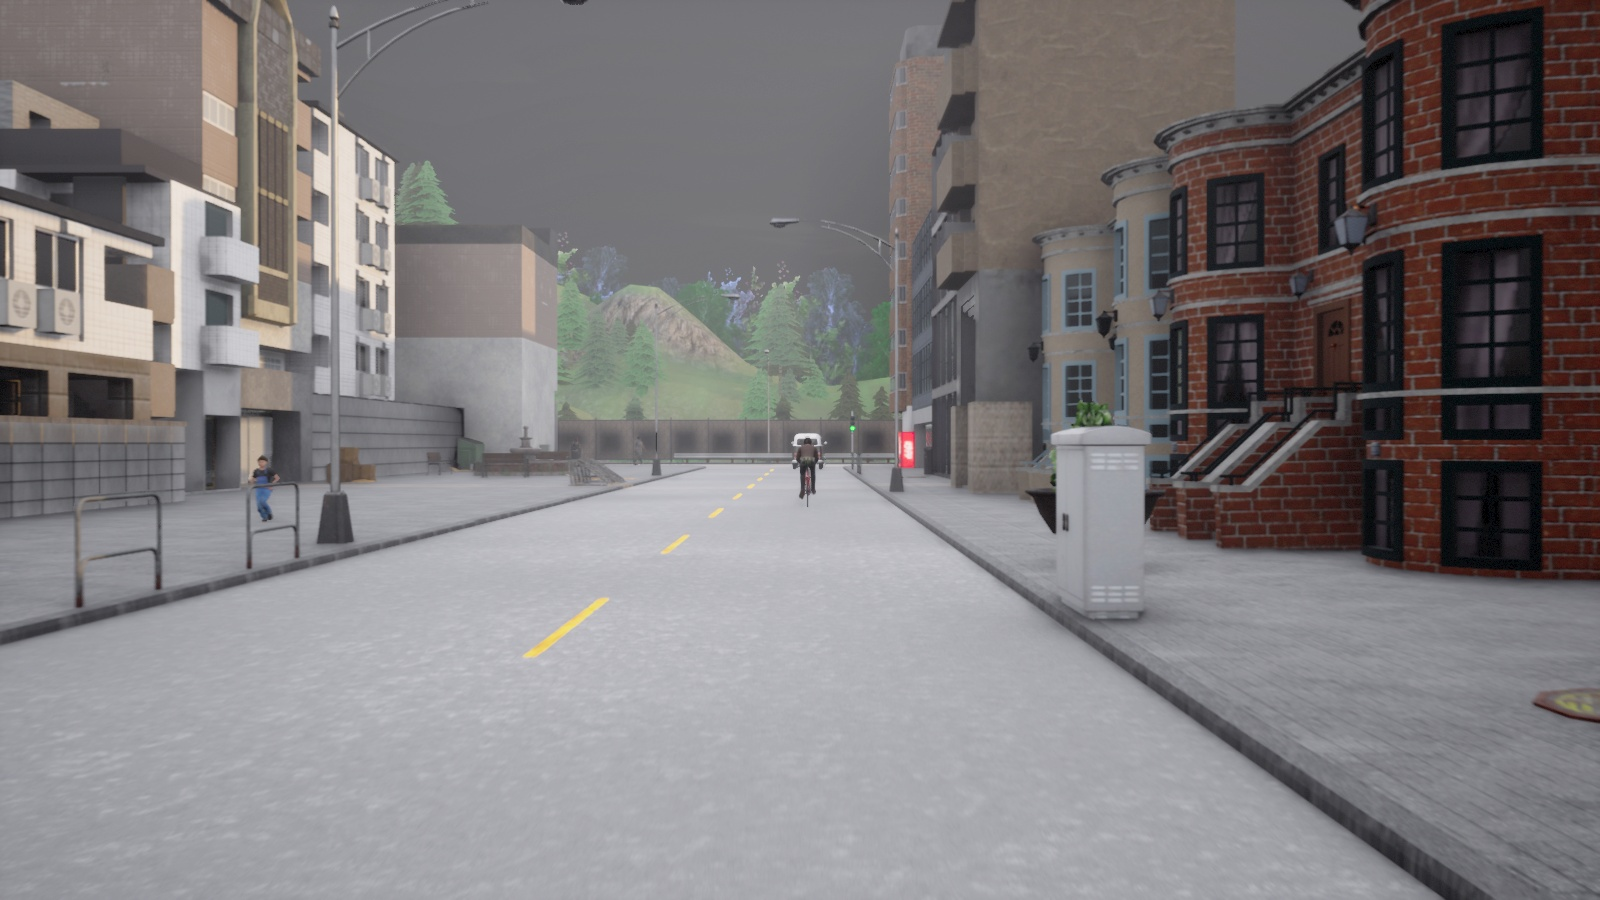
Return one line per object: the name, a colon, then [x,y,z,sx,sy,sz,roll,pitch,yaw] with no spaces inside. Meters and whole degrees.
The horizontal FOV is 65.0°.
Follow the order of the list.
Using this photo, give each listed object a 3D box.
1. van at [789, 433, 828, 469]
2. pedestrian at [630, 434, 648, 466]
van: [0.518,0.059,72.944,2.069,2.038,4.480,0,0,3]
pedestrian: [-10.049,0.000,78.334,0.873,1.952,0.659,0,0,31]
